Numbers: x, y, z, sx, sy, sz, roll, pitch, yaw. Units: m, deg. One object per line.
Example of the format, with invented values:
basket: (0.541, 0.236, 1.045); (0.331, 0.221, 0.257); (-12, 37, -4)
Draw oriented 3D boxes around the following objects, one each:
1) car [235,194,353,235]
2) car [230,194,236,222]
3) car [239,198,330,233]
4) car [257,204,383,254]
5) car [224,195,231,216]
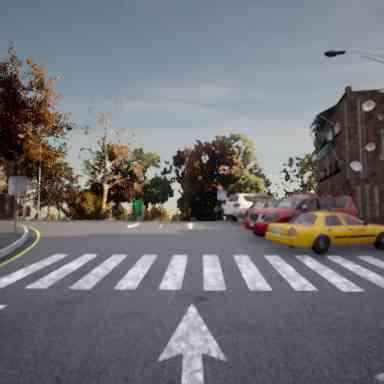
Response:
car: (5.260, 1.142, 15.818); (5.566, 2.045, 2.435); (1, 1, -21)
car: (5.232, 1.270, 21.894); (4.553, 1.767, 2.185); (2, -2, -21)
car: (5.220, 1.249, 18.869); (4.553, 1.767, 2.185); (1, 0, -21)
car: (5.477, 1.410, 12.871); (5.366, 1.575, 1.946); (1, 0, -20)
car: (5.138, 1.245, 24.846); (5.566, 2.045, 2.435); (2, -5, -20)
